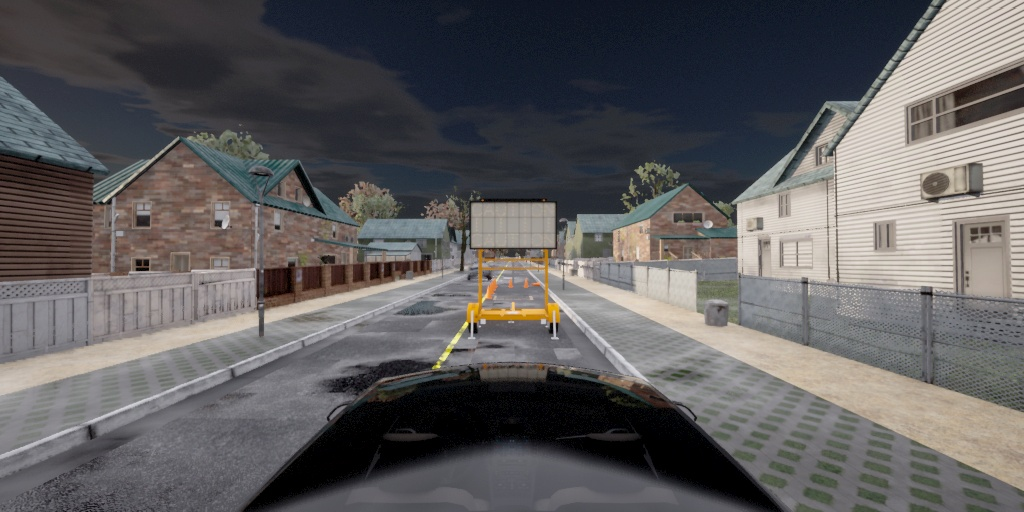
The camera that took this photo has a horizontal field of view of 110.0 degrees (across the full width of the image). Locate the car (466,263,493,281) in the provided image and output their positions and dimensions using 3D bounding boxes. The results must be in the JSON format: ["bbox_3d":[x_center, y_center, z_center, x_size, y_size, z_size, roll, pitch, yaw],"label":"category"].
[{"bbox_3d":[-2.640,1.281,30.312,1.812,1.442,4.674,0,0,0],"label":"car"}]

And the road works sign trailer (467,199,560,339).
[{"bbox_3d":[0.035,0.217,10.013,2.380,3.560,2.880,0,0,0],"label":"road works sign trailer"}]
